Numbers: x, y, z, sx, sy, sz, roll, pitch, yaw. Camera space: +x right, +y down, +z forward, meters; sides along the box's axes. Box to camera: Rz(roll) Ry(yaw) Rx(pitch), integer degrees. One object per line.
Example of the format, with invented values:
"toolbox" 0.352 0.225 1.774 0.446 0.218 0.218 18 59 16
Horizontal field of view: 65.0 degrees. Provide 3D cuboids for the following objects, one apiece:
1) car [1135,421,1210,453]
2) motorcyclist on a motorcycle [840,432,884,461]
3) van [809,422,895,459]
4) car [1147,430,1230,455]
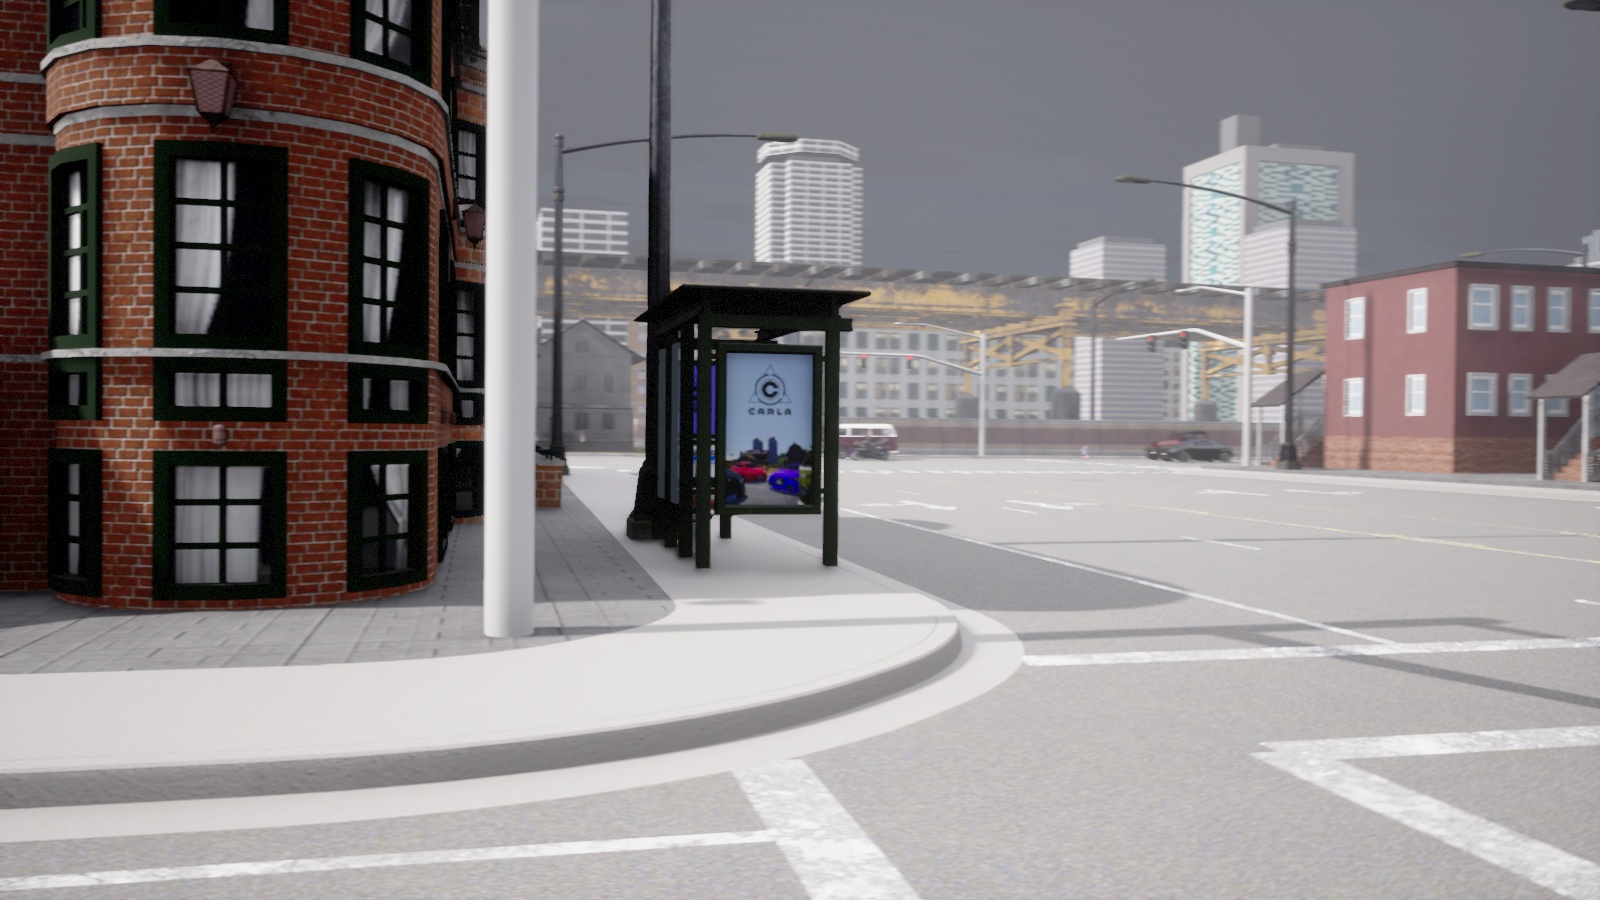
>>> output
"car" 22.607 -0.775 76.245 3.866 1.878 1.905 -1 1 -13
"motorcyclist on a motorcycle" 3.369 -0.200 68.193 2.191 1.530 0.866 -1 1 -13
"van" 2.935 -0.558 71.681 4.480 2.038 2.069 -1 1 -13
"car" 22.459 -0.453 72.622 4.181 1.385 1.994 -1 1 -13
